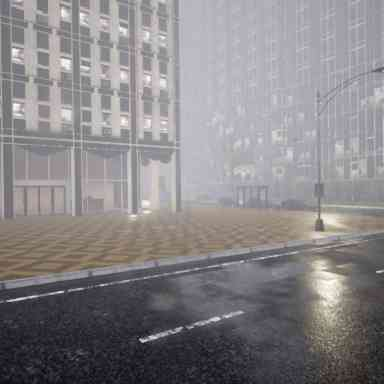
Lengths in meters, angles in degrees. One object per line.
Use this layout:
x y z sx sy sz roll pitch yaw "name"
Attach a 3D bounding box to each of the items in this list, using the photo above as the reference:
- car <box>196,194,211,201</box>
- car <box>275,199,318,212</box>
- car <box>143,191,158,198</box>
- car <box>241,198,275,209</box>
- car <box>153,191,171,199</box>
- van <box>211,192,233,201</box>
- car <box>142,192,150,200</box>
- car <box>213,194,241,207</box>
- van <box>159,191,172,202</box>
2.539 1.042 64.103 1.802 1.307 4.206 -1 1 -34 "car"
11.614 1.422 35.862 1.947 1.339 4.313 -1 1 -34 "car"
-10.334 0.685 82.840 1.967 1.590 4.097 0 1 -34 "car"
8.410 1.387 40.559 1.802 1.307 4.206 -1 1 -34 "car"
-7.115 0.614 78.154 2.192 1.841 5.009 0 1 -34 "car"
5.757 0.854 59.415 1.690 1.788 3.998 -1 1 -34 "van"
-10.805 1.038 68.729 2.008 1.369 4.403 0 1 -34 "car"
5.240 1.318 45.276 1.947 1.339 4.313 -1 1 -34 "car"
-4.368 0.936 59.357 1.690 1.788 3.998 0 1 -34 "van"
